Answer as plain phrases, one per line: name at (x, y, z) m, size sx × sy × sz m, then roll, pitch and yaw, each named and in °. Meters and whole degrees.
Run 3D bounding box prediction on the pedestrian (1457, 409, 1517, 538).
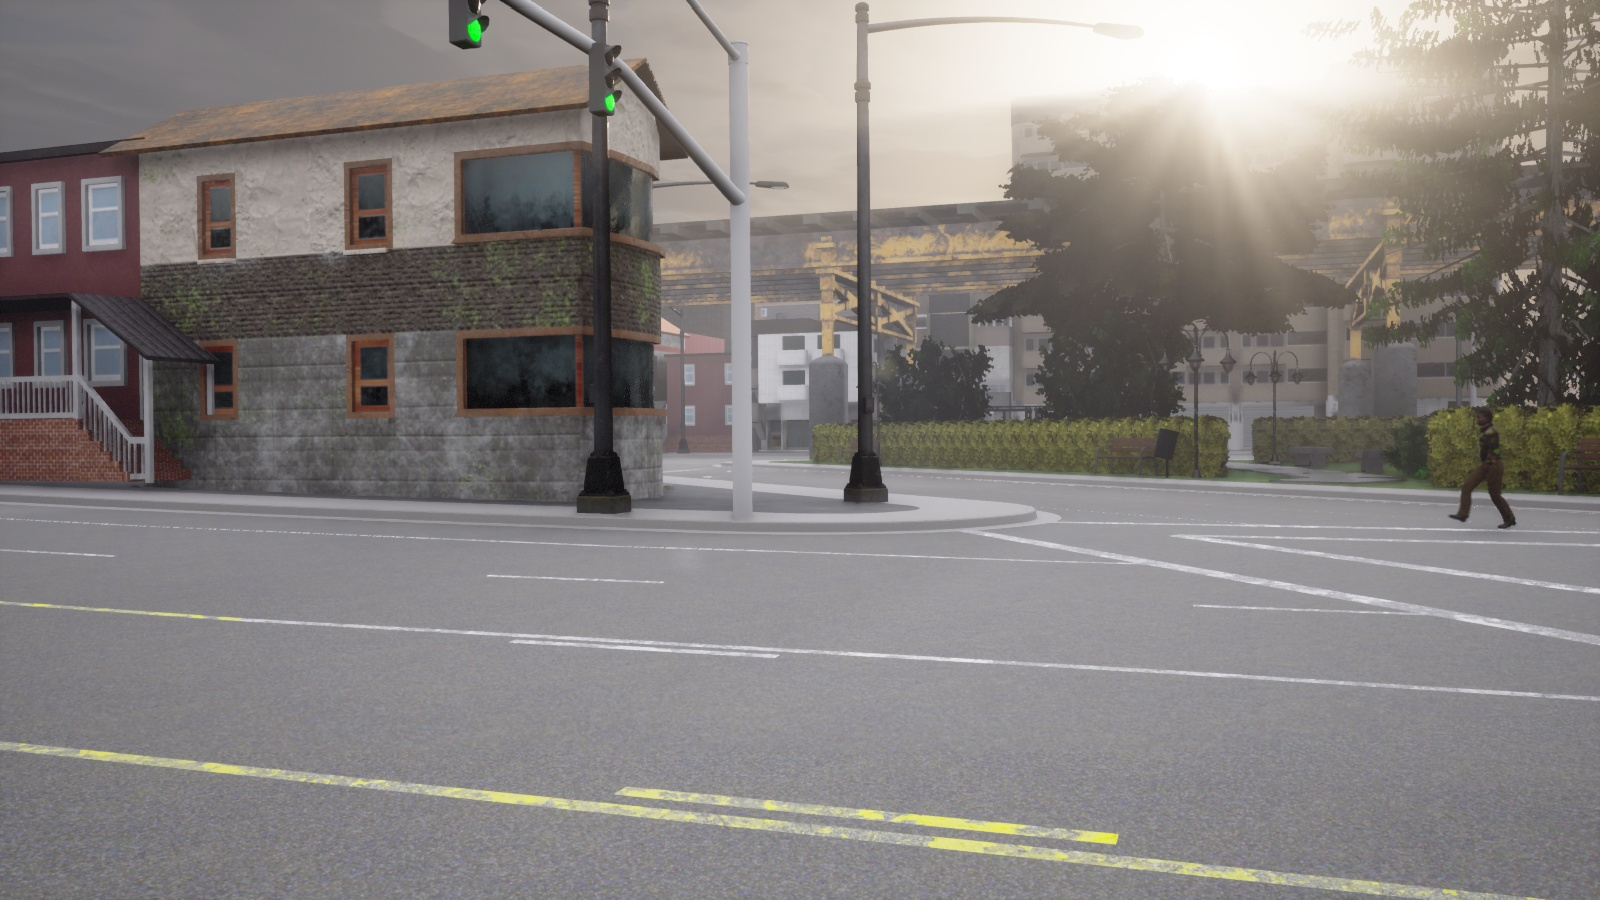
pedestrian at (10.432, 0.347, 19.074) m, size 0.692 × 1.930 × 0.395 m, roll 0°, pitch 1°, yaw 10°
